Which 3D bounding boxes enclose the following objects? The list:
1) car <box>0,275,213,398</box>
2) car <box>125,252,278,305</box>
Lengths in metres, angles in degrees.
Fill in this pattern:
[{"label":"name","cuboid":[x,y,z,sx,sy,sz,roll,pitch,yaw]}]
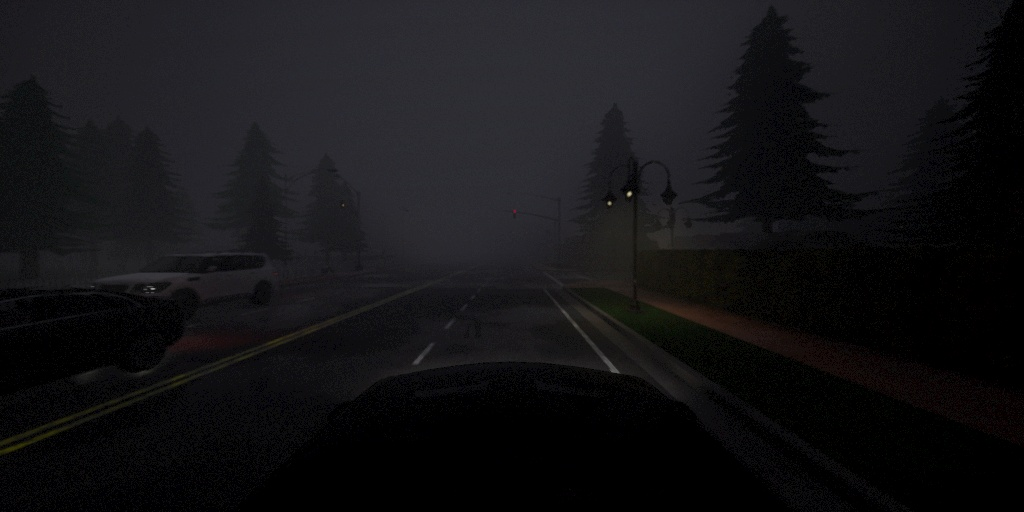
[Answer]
[{"label":"car","cuboid":[-7.075,1.210,4.677,2.128,1.511,4.902,0,1,0]},{"label":"car","cuboid":[-10.516,0.868,12.119,2.150,2.045,5.566,0,0,1]}]
